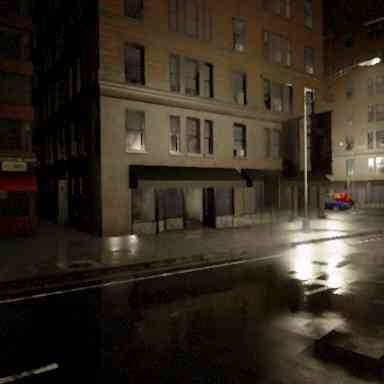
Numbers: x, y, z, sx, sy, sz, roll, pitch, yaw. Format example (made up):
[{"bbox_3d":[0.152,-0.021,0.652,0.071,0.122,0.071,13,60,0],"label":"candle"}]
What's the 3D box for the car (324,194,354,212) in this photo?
[{"bbox_3d":[14.338,1.305,35.886,1.882,1.535,5.008,-1,1,-44],"label":"car"}]
